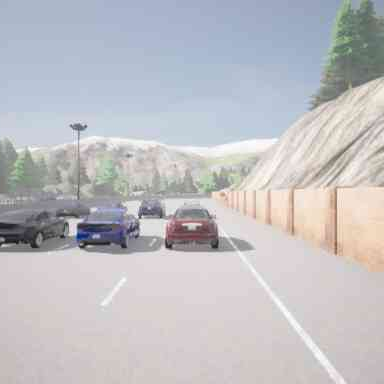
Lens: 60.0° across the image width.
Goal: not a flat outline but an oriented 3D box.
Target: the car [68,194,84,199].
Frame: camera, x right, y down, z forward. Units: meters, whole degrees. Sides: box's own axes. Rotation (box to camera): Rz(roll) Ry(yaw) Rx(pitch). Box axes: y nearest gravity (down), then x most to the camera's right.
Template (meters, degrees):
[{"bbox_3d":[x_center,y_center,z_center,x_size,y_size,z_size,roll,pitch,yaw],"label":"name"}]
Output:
[{"bbox_3d":[-24.500,1.305,71.968,2.097,1.767,4.553,0,0,0],"label":"car"}]

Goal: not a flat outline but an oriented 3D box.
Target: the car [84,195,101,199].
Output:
[{"bbox_3d":[-21.000,1.475,71.938,2.128,1.511,4.902,0,0,0],"label":"car"}]

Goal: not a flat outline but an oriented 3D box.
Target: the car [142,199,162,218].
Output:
[{"bbox_3d":[-3.500,1.363,29.620,2.097,1.767,4.553,0,0,0],"label":"car"}]

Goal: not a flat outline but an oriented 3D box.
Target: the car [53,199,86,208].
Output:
[{"bbox_3d":[-10.500,1.570,29.650,1.994,1.385,4.181,0,0,0],"label":"car"}]

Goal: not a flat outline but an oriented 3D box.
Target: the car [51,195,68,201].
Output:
[{"bbox_3d":[-28.000,1.474,71.938,1.812,1.442,4.674,0,0,0],"label":"car"}]

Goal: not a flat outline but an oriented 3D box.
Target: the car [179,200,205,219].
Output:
[{"bbox_3d":[0.000,1.493,29.650,2.128,1.511,4.902,0,0,0],"label":"car"}]

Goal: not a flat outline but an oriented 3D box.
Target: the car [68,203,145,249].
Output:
[{"bbox_3d":[-3.500,1.482,14.650,1.882,1.535,5.008,0,0,0],"label":"car"}]

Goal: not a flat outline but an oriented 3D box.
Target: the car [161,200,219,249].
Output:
[{"bbox_3d":[0.000,1.363,14.620,2.097,1.767,4.553,0,0,0],"label":"car"}]

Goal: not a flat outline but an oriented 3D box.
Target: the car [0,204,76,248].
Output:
[{"bbox_3d":[-7.000,1.513,14.650,1.837,1.490,4.892,0,0,0],"label":"car"}]

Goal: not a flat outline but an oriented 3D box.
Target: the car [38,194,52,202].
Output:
[{"bbox_3d":[-31.500,1.305,71.968,2.097,1.767,4.553,0,0,0],"label":"car"}]
